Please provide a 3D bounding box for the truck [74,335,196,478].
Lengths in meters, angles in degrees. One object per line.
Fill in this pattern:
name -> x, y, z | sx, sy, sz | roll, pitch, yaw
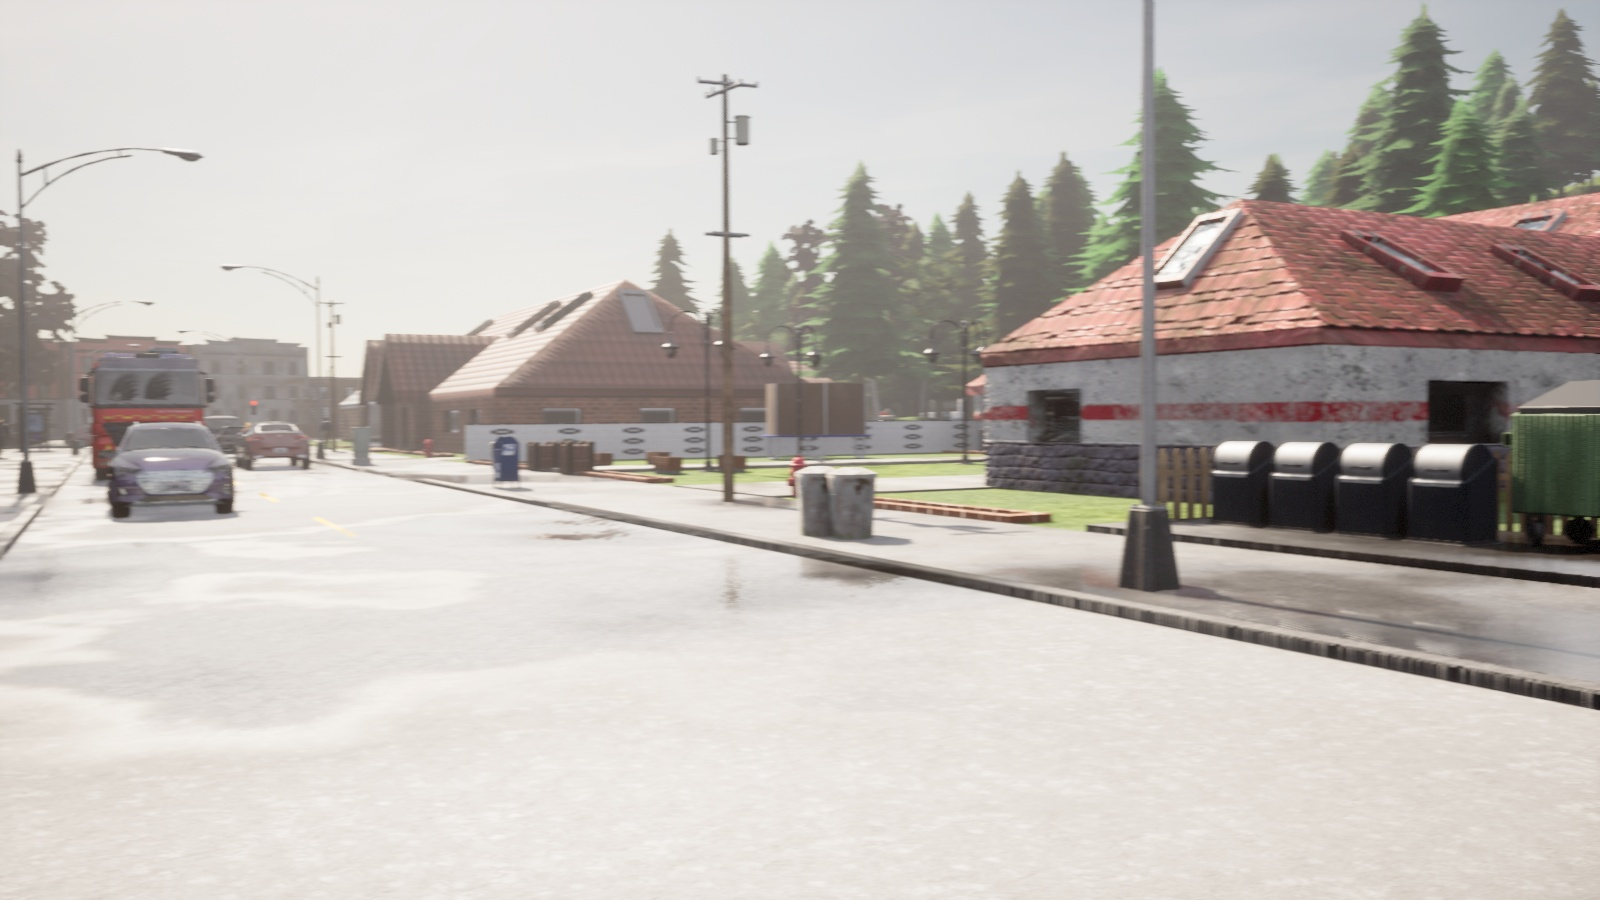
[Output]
truck -> -20.128, -1.265, 37.901 | 2.891, 3.827, 8.468 | -1, 2, -29

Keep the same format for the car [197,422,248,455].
car -> -26.702, -0.575, 57.965 | 1.816, 1.474, 4.193 | -1, 2, -29

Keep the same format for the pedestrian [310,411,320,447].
pedestrian -> -26.853, -1.160, 69.531 | 0.423, 1.949, 0.788 | -1, 2, -28

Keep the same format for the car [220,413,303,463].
car -> -18.942, -0.470, 44.016 | 2.152, 1.651, 5.027 | -1, 2, -29

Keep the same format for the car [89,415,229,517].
car -> -11.722, 0.198, 22.803 | 2.033, 1.649, 4.856 | -1, 2, -30

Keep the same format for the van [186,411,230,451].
van -> -30.895, -1.018, 65.469 | 1.775, 1.987, 4.442 | -1, 2, -29

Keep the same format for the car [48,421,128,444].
car -> -46.267, -1.152, 81.659 | 1.816, 1.474, 4.193 | 1, 2, 41
